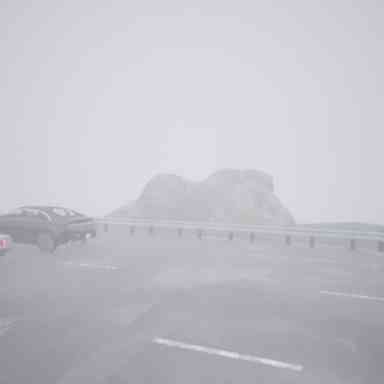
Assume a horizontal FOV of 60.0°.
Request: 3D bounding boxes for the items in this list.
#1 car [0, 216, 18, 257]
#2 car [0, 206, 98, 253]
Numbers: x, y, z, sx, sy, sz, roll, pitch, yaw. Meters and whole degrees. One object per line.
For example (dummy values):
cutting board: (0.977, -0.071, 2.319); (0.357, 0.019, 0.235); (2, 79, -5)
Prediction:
car: (-7.540, 1.384, 9.243); (4.718, 1.301, 1.895); (1, 1, 18)
car: (-5.888, 1.266, 12.357); (4.902, 1.511, 2.128); (1, 1, 18)
